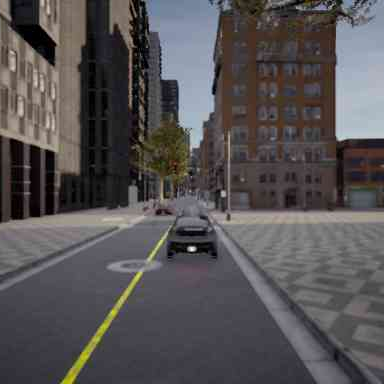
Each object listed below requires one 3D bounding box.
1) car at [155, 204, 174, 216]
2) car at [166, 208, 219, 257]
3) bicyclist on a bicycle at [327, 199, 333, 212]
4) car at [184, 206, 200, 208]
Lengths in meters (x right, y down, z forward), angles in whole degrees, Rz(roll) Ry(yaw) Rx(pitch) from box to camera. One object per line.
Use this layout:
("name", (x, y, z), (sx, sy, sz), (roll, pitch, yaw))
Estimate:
("car", (-3.019, 1.980, 37.321), (1.895, 1.301, 4.718), (0, -1, 0))
("car", (0.022, 1.645, 13.503), (1.837, 1.490, 4.892), (0, 0, 1))
("bicyclist on a bicycle", (17.517, 1.716, 42.364), (0.582, 1.620, 1.656), (0, -1, 0))
("car", (0.009, 1.827, 27.518), (2.033, 1.411, 5.357), (0, -1, 0))
